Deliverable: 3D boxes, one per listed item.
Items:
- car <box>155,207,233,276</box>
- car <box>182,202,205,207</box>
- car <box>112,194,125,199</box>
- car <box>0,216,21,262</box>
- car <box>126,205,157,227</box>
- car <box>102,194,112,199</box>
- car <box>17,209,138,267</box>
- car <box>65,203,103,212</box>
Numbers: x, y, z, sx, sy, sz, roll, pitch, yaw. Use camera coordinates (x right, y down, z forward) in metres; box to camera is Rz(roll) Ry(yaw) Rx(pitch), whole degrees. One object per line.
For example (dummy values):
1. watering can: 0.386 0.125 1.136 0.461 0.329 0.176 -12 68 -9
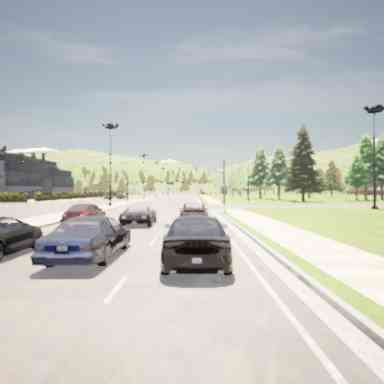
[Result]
1. car: 0.125 1.445 10.306 1.882 1.535 5.008 0 0 0
2. car: 0.108 1.424 21.676 2.128 1.511 4.902 0 0 0
3. car: -19.603 1.218 90.880 1.837 1.490 4.892 0 0 0
4. car: -6.894 1.527 11.654 1.994 1.385 4.181 0 0 0
5. car: -3.436 1.532 22.039 1.895 1.301 4.718 0 0 0
6. car: -23.103 1.313 90.850 1.895 1.301 4.718 0 0 0
7. car: -3.395 1.512 11.205 2.033 1.411 5.357 0 0 0
8. car: -6.942 1.458 21.679 1.812 1.442 4.674 0 0 0
